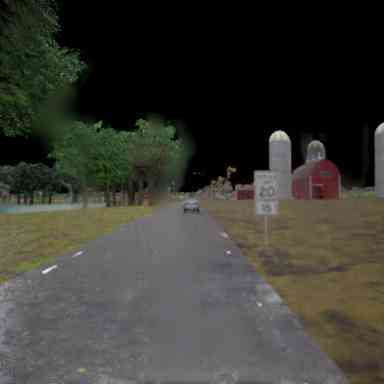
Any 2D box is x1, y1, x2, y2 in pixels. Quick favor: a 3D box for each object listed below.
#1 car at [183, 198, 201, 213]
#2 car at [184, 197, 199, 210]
[{"bbox_3d":[-0.041,1.675,39.193,2.128,1.511,4.902,0,-1,0],"label":"car"},{"bbox_3d":[-0.050,1.663,49.872,2.097,1.767,4.553,0,-1,0],"label":"car"}]
